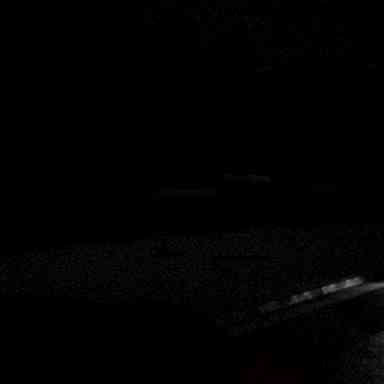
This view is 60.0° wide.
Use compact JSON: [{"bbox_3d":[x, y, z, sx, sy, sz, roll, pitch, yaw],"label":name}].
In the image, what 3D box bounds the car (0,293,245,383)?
[{"bbox_3d":[-1.901,1.479,1.709,5.008,1.535,1.882,0,0,-36],"label":"car"}]
